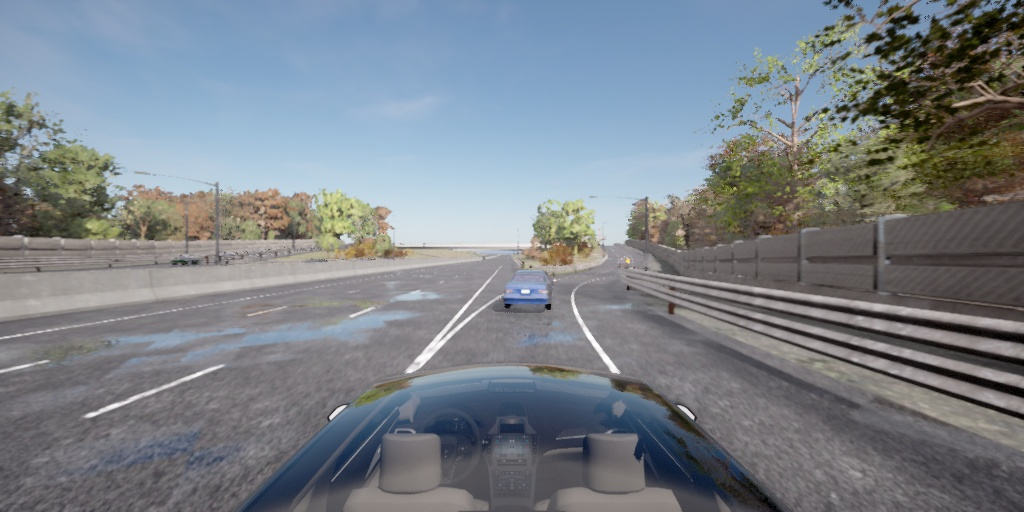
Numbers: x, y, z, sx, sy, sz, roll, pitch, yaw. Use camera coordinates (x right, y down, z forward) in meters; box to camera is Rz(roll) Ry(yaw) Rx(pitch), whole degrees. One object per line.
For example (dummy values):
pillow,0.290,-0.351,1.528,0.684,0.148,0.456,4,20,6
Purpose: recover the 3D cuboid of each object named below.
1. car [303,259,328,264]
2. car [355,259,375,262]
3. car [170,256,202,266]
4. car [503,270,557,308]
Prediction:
car,-28.293,1.226,51.605,1.837,1.490,4.892,0,0,0
car,-21.296,1.223,52.810,2.128,1.511,4.902,0,0,0
car,-43.420,0.664,47.852,1.895,1.301,4.718,0,1,-24
car,0.846,1.304,15.192,2.033,1.411,5.357,0,0,8
